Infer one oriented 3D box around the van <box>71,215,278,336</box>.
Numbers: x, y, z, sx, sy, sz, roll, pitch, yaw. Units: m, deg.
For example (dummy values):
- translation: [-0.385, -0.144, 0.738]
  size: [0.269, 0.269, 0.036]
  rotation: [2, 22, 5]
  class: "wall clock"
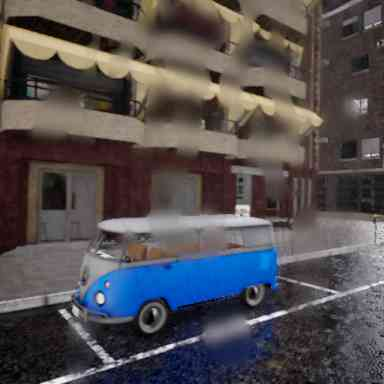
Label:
- translation: [-0.110, 1.378, 6.459]
  size: [3.998, 1.788, 1.690]
  rotation: [1, 1, -36]
  class: "van"
